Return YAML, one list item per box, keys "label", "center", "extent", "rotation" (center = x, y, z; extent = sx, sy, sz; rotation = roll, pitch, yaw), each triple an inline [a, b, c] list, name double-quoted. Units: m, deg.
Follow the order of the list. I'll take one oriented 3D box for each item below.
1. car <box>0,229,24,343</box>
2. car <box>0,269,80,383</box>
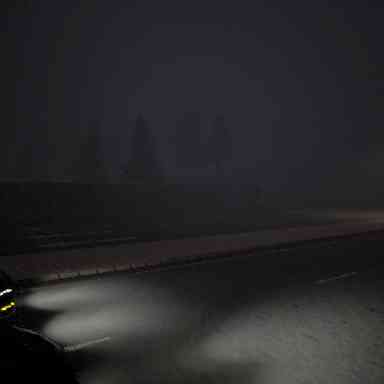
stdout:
- label: "car"
  center: [-5.102, 1.507, 4.419]
  extent: [4.892, 1.490, 1.837]
  rotation: [-1, 0, -35]
- label: "car"
  center: [-3.056, 1.492, 1.580]
  extent: [4.902, 1.511, 2.128]
  rotation: [0, 0, -35]
